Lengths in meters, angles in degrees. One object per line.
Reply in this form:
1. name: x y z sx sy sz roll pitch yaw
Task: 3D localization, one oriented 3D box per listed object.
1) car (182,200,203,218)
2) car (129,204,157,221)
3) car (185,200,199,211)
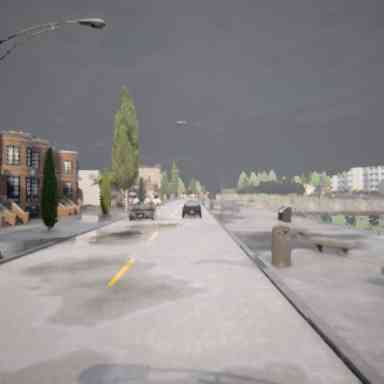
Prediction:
1. car: 0.002 1.649 32.629 1.882 1.535 5.008 0 0 0
2. car: -4.097 1.712 28.309 1.994 1.385 4.181 0 0 0
3. car: 0.028 1.808 46.617 1.994 1.385 4.181 0 0 1
